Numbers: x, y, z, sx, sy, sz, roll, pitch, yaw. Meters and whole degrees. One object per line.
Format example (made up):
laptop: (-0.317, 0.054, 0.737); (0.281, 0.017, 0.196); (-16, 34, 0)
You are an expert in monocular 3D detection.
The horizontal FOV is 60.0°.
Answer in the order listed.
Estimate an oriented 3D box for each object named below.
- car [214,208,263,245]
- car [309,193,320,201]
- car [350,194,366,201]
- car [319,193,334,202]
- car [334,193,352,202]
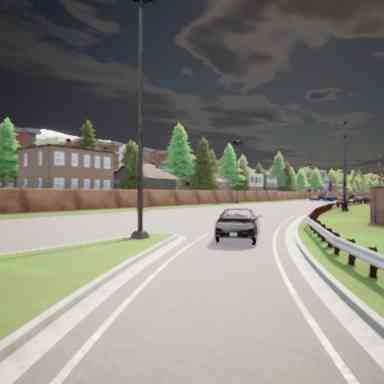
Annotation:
car: (2.279, 1.516, 15.900); (2.128, 1.511, 4.902); (0, 0, 14)
car: (32.453, 1.723, 88.203); (1.812, 1.442, 4.674); (0, 0, 36)
car: (41.010, 1.816, 82.119); (1.895, 1.301, 4.718); (0, 0, 36)
car: (35.057, 1.682, 85.828); (1.882, 1.535, 5.008); (0, 0, 36)
car: (38.129, 1.568, 84.107); (2.097, 1.767, 4.553); (0, 0, 36)
